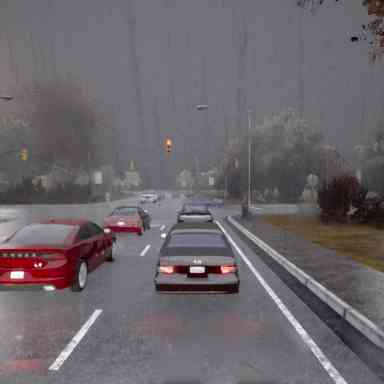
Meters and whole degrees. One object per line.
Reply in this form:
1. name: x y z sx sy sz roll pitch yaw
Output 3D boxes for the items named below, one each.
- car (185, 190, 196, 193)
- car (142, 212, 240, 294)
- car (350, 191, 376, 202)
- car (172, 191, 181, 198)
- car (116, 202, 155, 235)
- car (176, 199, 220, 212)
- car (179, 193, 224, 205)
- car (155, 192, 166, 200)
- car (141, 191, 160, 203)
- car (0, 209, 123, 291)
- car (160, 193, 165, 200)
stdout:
1. car: -0.189 0.530 78.878 2.150 2.045 5.566 0 1 -2
2. car: 0.101 1.516 8.863 2.033 1.411 5.357 0 0 0
3. car: 21.537 0.894 43.572 5.566 2.045 2.150 0 0 -3
4. car: -4.003 0.720 86.388 2.128 1.511 4.902 0 1 -4
5. car: -3.397 1.458 17.923 1.994 1.385 4.181 0 0 0
6. car: 0.131 1.380 18.556 2.128 1.511 4.902 0 0 -1
7. car: 1.375 1.228 42.440 5.357 1.411 2.033 0 0 -3
8. car: -7.114 0.872 75.739 2.128 1.511 4.902 0 1 -1
9. car: -7.087 0.791 55.178 2.150 2.045 5.566 0 1 0
10. car: -3.396 1.445 8.936 1.882 1.535 5.008 0 0 0
11. car: -7.046 0.962 65.351 2.128 1.511 4.902 0 1 0
